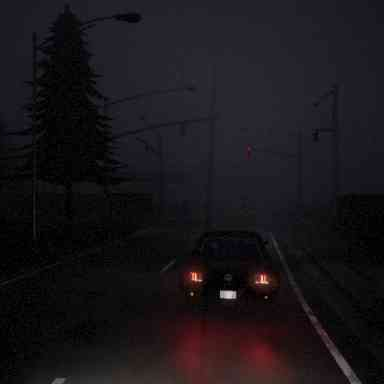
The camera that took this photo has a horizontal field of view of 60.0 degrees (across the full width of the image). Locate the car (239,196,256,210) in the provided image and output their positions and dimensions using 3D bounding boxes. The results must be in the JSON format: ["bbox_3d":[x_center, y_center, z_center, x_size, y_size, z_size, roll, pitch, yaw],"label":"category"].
[{"bbox_3d":[7.178,1.352,43.256,2.097,1.767,4.553,0,0,10],"label":"car"}]

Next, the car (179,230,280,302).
[{"bbox_3d":[0.979,1.601,8.313,1.895,1.301,4.718,0,0,8],"label":"car"}]

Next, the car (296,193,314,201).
[{"bbox_3d":[26.057,1.361,76.802,3.806,1.475,1.970,0,0,10],"label":"car"}]

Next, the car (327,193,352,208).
[{"bbox_3d":[20.190,1.330,43.050,5.027,1.636,2.152,0,0,10],"label":"car"}]

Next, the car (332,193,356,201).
[{"bbox_3d":[34.416,1.097,75.374,4.605,1.855,1.932,0,0,10],"label":"car"}]

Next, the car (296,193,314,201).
[{"bbox_3d":[27.234,1.077,79.971,3.866,1.878,1.905,0,0,10],"label":"car"}]
